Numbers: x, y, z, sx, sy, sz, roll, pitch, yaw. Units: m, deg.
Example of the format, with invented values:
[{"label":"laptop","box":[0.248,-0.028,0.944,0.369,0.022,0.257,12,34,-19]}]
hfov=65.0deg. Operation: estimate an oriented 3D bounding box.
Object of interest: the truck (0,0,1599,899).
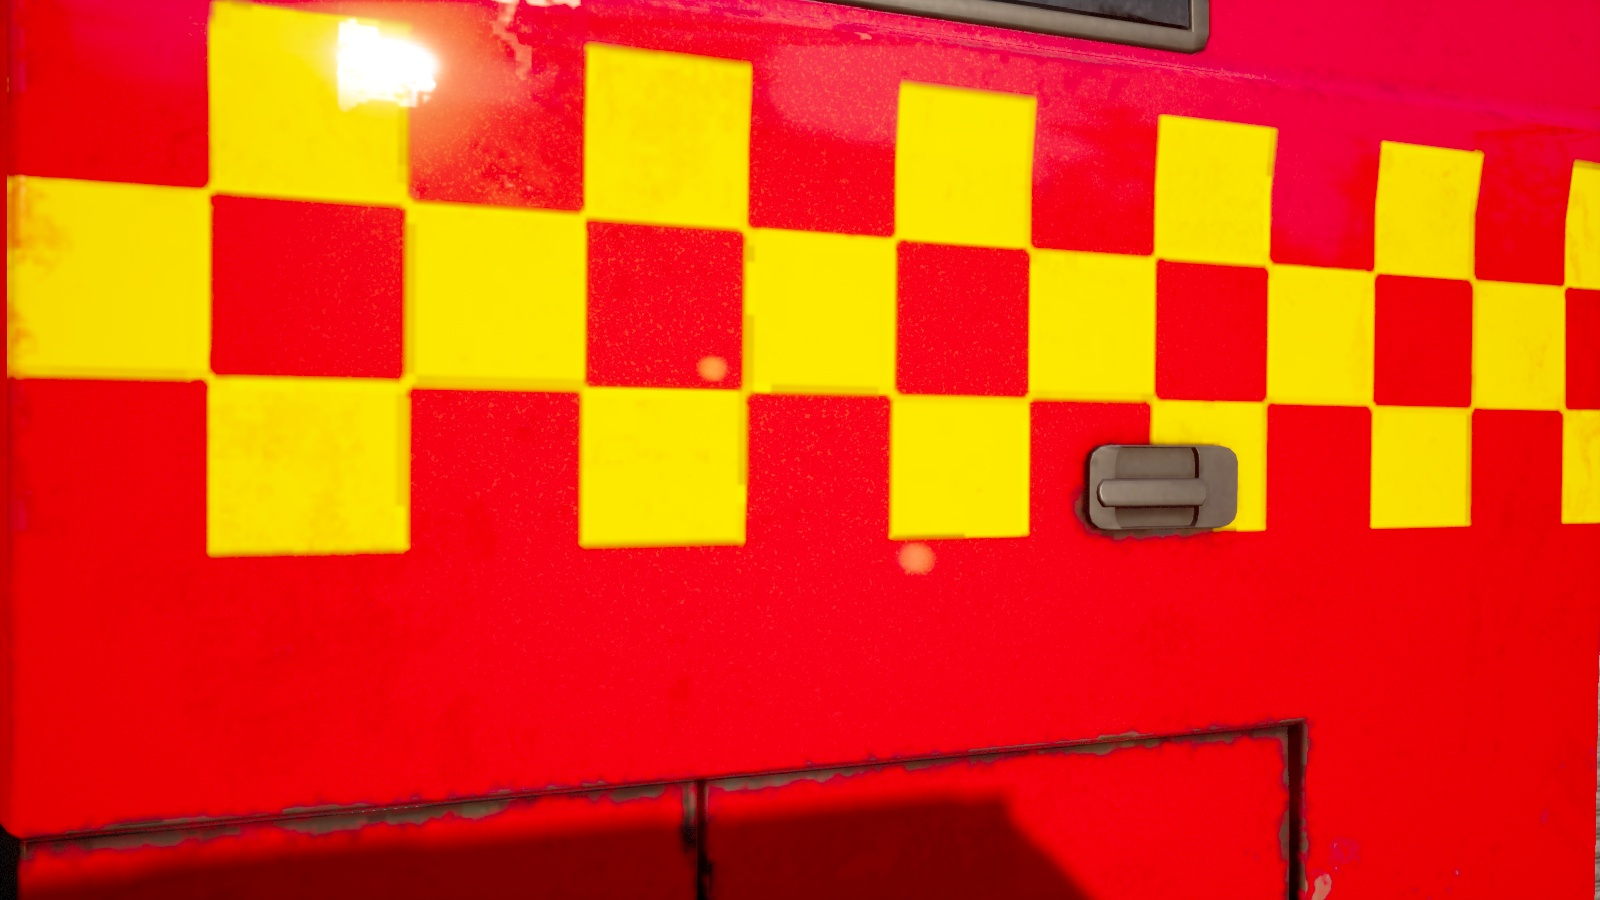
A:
[{"label":"truck","box":[0.048,-0.420,3.242,8.468,3.827,2.891,-1,1,-21]}]
